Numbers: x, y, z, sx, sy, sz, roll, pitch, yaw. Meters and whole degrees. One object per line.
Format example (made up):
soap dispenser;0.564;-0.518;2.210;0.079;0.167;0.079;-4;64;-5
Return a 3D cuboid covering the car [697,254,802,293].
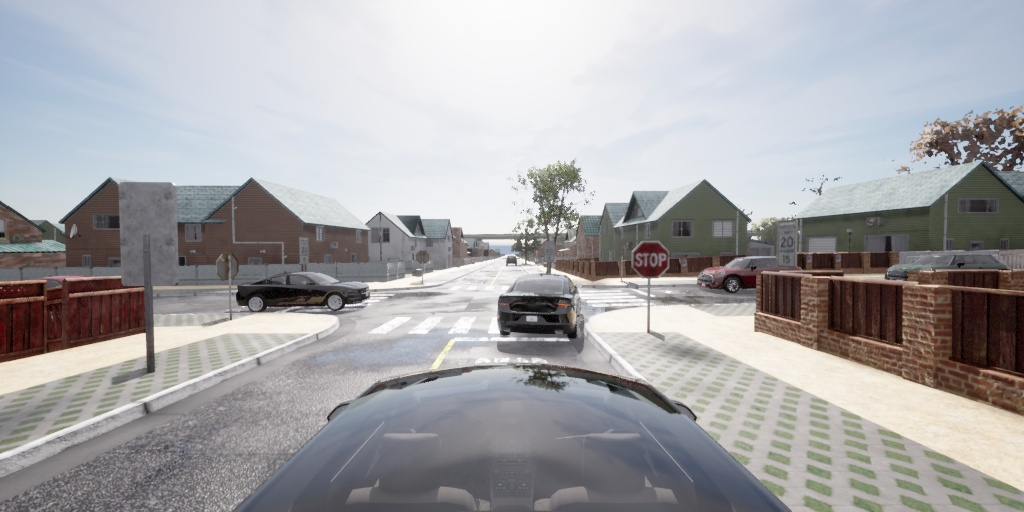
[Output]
car;11.788;0.820;17.893;4.553;1.767;2.097;-1;2;0

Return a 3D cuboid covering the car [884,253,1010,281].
car;21.683;0.645;17.976;4.553;1.767;2.097;-1;2;0

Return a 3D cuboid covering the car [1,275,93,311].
car;-18.036;1.546;14.712;5.008;1.535;1.882;-1;2;0

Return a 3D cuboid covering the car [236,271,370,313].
car;-8.484;1.376;14.786;5.008;1.535;1.882;-1;2;0

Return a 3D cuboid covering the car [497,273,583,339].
car;0.948;1.224;10.270;1.882;1.535;5.008;0;0;12
